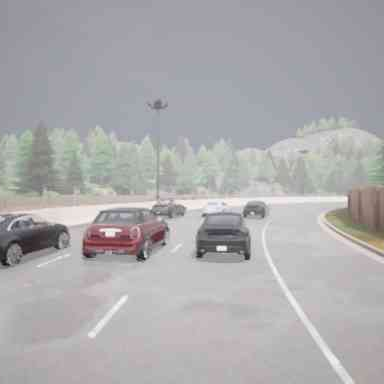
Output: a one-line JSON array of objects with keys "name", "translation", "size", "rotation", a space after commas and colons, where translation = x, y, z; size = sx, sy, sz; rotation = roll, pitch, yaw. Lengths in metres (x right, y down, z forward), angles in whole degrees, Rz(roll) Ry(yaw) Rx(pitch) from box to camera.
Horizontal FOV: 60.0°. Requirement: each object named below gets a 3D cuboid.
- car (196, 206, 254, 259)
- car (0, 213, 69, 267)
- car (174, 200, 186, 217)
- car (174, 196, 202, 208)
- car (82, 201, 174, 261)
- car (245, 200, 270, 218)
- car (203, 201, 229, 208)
[{"name": "car", "translation": [1.288, 1.510, 12.729], "size": [1.837, 1.490, 4.892], "rotation": [0, 0, 9]}, {"name": "car", "translation": [-5.974, 1.469, 11.319], "size": [2.128, 1.511, 4.902], "rotation": [0, 0, 7]}, {"name": "car", "translation": [-1.961, 1.484, 28.856], "size": [2.128, 1.511, 4.902], "rotation": [0, 0, 18]}, {"name": "car", "translation": [-0.588, 1.476, 49.572], "size": [1.882, 1.535, 5.008], "rotation": [0, 0, 30]}, {"name": "car", "translation": [-2.258, 1.344, 12.524], "size": [2.097, 1.767, 4.553], "rotation": [0, 0, 8]}, {"name": "car", "translation": [5.876, 1.527, 30.057], "size": [1.837, 1.490, 4.892], "rotation": [0, 0, 20]}, {"name": "car", "translation": [2.304, 1.535, 30.505], "size": [1.812, 1.442, 4.674], "rotation": [0, 0, 20]}]
